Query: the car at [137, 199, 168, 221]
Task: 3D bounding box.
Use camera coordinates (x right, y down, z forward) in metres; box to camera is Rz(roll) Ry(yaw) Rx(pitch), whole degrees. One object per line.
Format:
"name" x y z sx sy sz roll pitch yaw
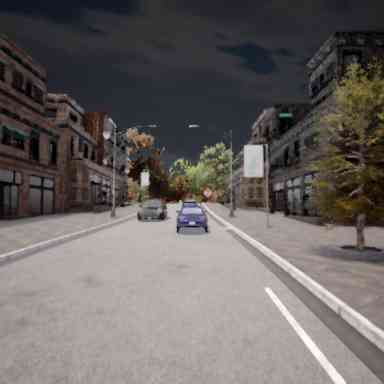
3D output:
"car" -3.157 1.384 27.206 2.097 1.767 4.553 0 0 1

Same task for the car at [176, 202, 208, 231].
"car" -0.018 1.549 20.509 1.812 1.442 4.674 0 0 -1

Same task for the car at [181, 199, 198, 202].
"car" -0.270 1.539 40.288 2.128 1.511 4.902 0 0 -1
